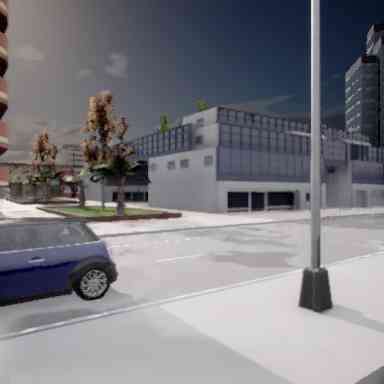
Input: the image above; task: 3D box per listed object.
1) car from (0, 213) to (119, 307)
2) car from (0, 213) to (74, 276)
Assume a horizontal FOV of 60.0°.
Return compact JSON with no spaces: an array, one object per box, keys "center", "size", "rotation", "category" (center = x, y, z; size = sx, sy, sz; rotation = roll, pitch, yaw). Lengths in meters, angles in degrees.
[{"center":[-3.918,1.352,6.725],"size":[4.553,1.767,2.097],"rotation":[0,0,-36],"category":"car"},{"center":[-6.145,1.492,9.437],"size":[4.902,1.511,2.128],"rotation":[0,0,-35],"category":"car"}]
